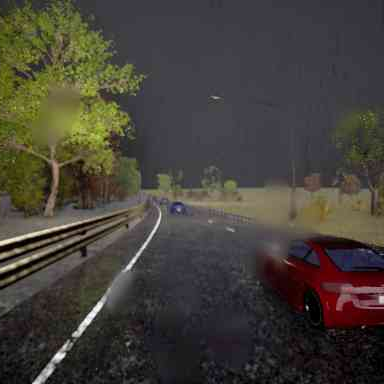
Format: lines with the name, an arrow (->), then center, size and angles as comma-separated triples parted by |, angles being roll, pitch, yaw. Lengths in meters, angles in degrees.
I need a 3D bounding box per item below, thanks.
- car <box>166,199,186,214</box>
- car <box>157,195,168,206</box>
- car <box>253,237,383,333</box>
car -> -1.859, 1.940, 41.514 | 1.812, 1.442, 4.674 | 0, -1, -8
car -> -5.912, 2.021, 71.626 | 2.097, 1.767, 4.553 | 0, -1, -8
car -> 2.777, 1.651, 7.128 | 1.994, 1.385, 4.181 | 0, -1, -8
